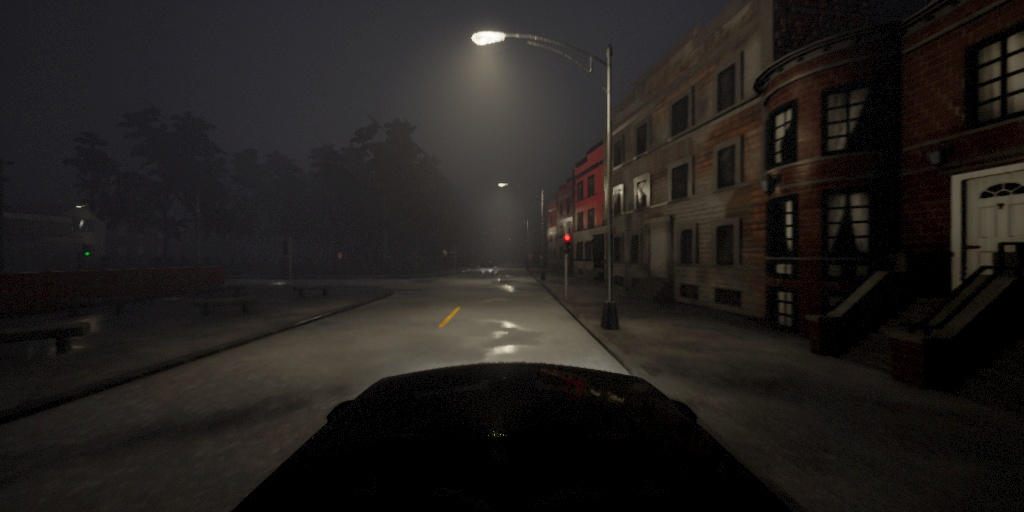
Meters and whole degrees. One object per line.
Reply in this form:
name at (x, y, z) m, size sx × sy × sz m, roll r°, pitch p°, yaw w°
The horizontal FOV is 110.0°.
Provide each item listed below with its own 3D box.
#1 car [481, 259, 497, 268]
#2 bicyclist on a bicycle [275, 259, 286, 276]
car at (-4.046, 1.227, 58.952) m, size 2.128 × 1.511 × 4.902 m, roll 0°, pitch 0°, yaw 1°
bicyclist on a bicycle at (-21.868, 1.095, 33.925) m, size 0.582 × 1.620 × 1.656 m, roll 0°, pitch 0°, yaw 0°
